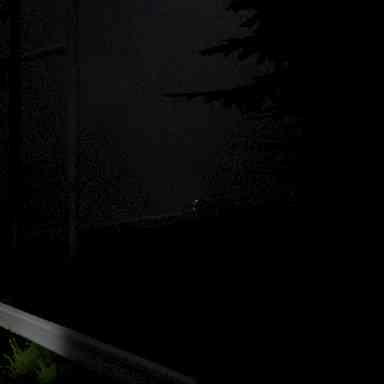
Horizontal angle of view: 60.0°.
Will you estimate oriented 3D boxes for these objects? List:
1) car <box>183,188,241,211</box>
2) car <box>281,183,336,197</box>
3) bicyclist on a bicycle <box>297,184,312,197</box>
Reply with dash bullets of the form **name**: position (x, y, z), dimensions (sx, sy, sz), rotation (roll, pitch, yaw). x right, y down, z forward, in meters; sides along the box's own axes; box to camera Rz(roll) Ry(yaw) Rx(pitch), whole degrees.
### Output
- **car**: position (1.529, 0.616, 26.109), dimensions (4.553, 1.767, 2.097), rotation (-5, 3, -29)
- **car**: position (10.504, -0.004, 30.037), dimensions (5.008, 1.535, 1.882), rotation (-4, 1, -13)
- **bicyclist on a bicycle**: position (7.442, 0.281, 21.970), dimensions (0.582, 1.620, 1.656), rotation (1, 4, -28)
